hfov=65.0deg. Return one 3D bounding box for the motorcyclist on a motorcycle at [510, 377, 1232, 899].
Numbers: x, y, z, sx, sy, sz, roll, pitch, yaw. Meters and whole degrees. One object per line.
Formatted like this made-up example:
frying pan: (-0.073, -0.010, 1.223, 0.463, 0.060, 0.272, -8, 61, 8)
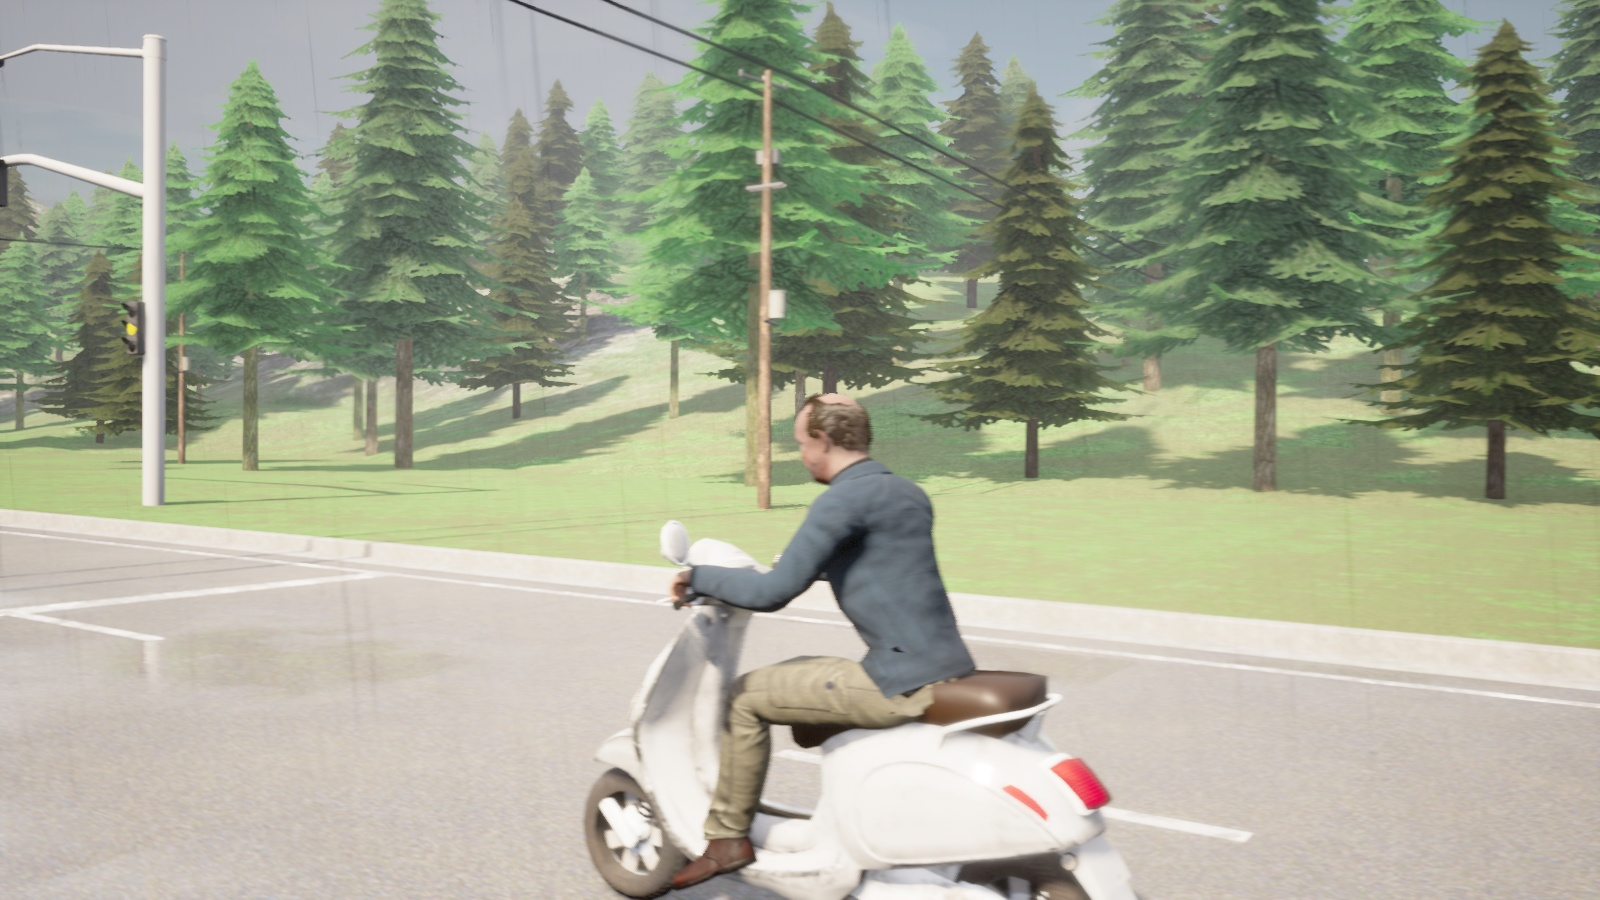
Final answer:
motorcyclist on a motorcycle: (0.162, 0.633, 3.513, 1.817, 1.590, 0.866, 0, 1, 34)
